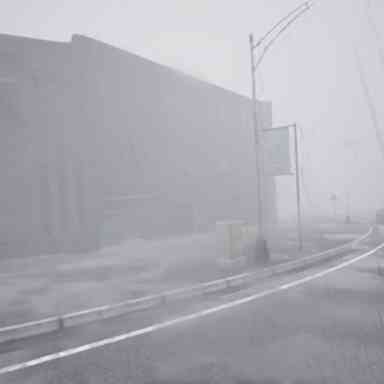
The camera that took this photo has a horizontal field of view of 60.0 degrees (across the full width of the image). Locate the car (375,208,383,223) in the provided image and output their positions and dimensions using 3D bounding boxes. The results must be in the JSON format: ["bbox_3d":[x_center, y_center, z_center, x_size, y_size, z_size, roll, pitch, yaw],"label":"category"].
[{"bbox_3d":[18.612,2.161,31.145,1.882,1.535,5.008,-2,-3,18],"label":"car"}]

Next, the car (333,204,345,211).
[{"bbox_3d":[32.023,3.298,72.401,1.812,1.442,4.674,-2,-2,34],"label":"car"}]
